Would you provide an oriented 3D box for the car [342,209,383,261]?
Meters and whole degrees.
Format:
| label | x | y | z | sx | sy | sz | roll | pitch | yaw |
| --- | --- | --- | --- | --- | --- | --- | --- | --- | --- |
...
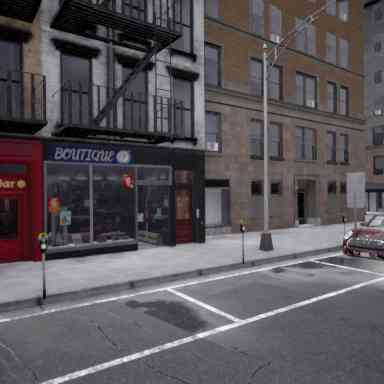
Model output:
| label | x | y | z | sx | sy | sz | roll | pitch | yaw |
| --- | --- | --- | --- | --- | --- | --- | --- | --- | --- |
| car | 7.036 | 1.442 | 11.586 | 4.097 | 1.590 | 1.967 | 0 | -1 | -36 |

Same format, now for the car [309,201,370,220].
| label | x | y | z | sx | sy | sz | roll | pitch | yaw |
| --- | --- | --- | --- | --- | --- | --- | --- | --- | --- |
| car | 13.916 | 1.665 | 31.696 | 1.882 | 1.535 | 5.008 | -1 | 0 | -37 |
